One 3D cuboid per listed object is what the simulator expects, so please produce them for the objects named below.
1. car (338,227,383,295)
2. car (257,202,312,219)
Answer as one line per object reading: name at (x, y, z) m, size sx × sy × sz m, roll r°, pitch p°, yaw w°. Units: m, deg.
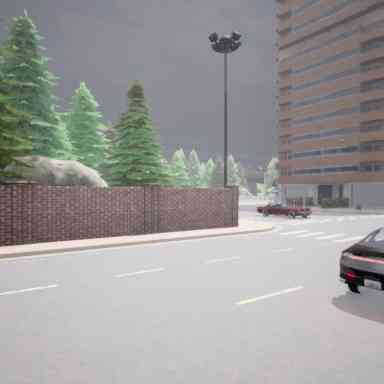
car at (5.291, 1.490, 7.516) m, size 4.902 × 1.511 × 2.128 m, roll 0°, pitch 0°, yaw -35°
car at (7.979, 1.545, 28.982) m, size 1.895 × 1.301 × 4.718 m, roll 0°, pitch 0°, yaw -35°
